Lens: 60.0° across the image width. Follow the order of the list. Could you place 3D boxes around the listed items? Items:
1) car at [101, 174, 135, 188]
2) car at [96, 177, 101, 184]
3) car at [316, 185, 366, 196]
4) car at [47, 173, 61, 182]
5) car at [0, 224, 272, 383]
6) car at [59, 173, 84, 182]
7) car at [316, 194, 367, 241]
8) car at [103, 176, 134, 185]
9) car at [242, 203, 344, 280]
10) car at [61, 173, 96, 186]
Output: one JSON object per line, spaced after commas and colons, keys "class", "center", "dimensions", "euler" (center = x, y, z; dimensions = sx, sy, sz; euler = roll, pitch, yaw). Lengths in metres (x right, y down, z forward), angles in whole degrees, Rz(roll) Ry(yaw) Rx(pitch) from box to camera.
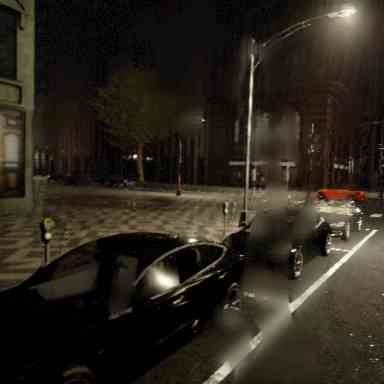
{"class": "car", "center": [-10.042, -1.541, 46.575], "dimensions": [4.553, 1.767, 2.097], "euler": [4, 4, 35]}
{"class": "car", "center": [-13.726, -1.851, 53.260], "dimensions": [5.357, 1.411, 2.033], "euler": [4, 4, 35]}
{"class": "car", "center": [14.587, 0.055, 32.764], "dimensions": [2.097, 1.767, 4.553], "euler": [-1, 4, -39]}
{"class": "car", "center": [-24.675, -2.666, 60.912], "dimensions": [4.674, 1.442, 1.812], "euler": [4, 4, 35]}
{"class": "car", "center": [-0.813, 1.276, 4.210], "dimensions": [1.947, 1.339, 4.313], "euler": [4, 4, 35]}
{"class": "car", "center": [-23.145, -2.827, 63.805], "dimensions": [4.902, 1.511, 2.128], "euler": [4, 4, 35]}
{"class": "car", "center": [5.690, 0.988, 13.414], "dimensions": [2.008, 1.369, 4.403], "euler": [4, 4, 35]}
{"class": "car", "center": [-12.463, -1.990, 56.330], "dimensions": [5.357, 1.411, 2.033], "euler": [4, 4, 35]}
{"class": "car", "center": [2.438, 1.139, 8.812], "dimensions": [1.947, 1.339, 4.313], "euler": [4, 4, 35]}
{"class": "car", "center": [-16.002, -1.532, 46.813], "dimensions": [4.181, 1.385, 1.994], "euler": [4, 4, 35]}
